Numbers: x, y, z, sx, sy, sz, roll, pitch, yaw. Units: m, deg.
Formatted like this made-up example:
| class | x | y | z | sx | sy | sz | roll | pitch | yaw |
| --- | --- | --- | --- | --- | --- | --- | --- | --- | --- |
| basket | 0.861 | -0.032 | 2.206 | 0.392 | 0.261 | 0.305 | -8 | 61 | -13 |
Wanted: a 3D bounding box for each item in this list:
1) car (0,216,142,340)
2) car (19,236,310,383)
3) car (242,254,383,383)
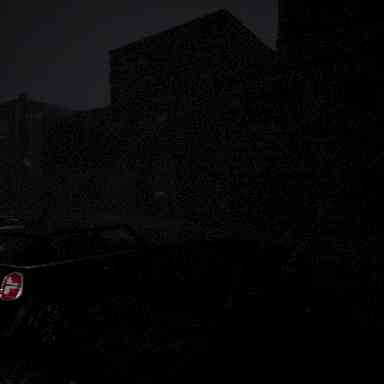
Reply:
| class | x | y | z | sx | sy | sz | roll | pitch | yaw |
| --- | --- | --- | --- | --- | --- | --- | --- | --- | --- |
| car | -1.905 | 1.357 | 6.676 | 2.185 | 1.767 | 4.553 | 0 | 0 | 35 |
| car | 0.351 | 1.511 | 5.066 | 2.163 | 1.488 | 4.792 | 0 | 0 | 35 |
| car | 2.634 | 1.480 | 3.482 | 2.097 | 1.535 | 5.008 | 0 | 0 | 35 |
